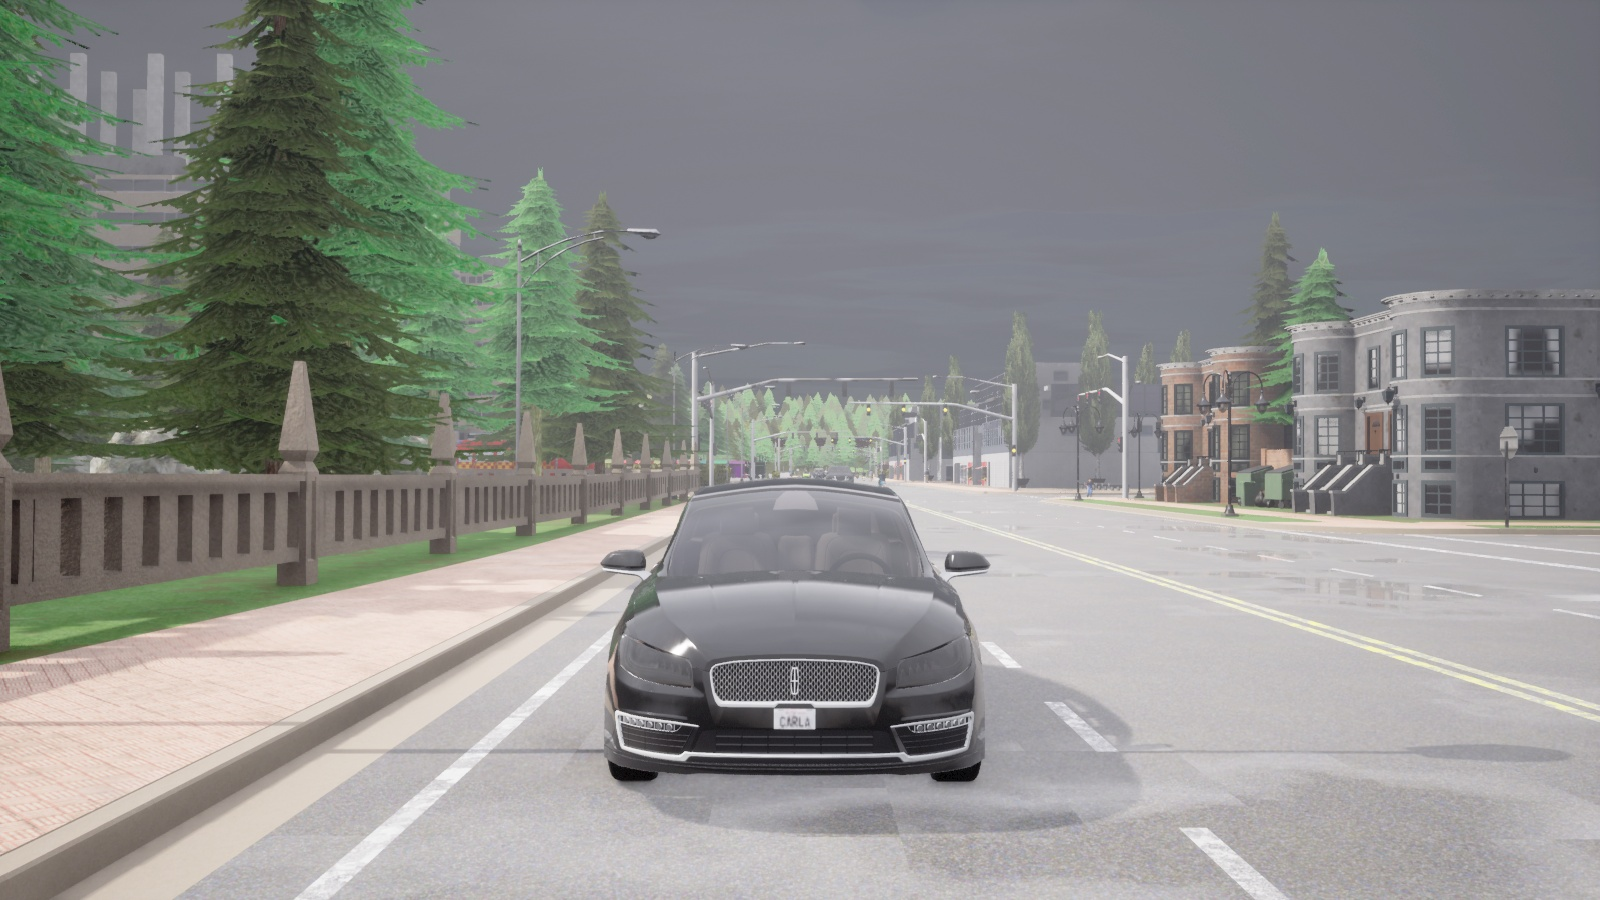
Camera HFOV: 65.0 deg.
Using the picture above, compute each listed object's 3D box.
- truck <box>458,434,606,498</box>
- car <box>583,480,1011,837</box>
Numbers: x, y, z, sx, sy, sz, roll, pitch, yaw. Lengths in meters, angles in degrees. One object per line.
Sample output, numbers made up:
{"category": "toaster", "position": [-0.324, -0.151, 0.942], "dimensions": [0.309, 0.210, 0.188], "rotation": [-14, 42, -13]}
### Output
{"category": "truck", "position": [-16.340, 1.006, 77.079], "dimensions": [8.468, 3.827, 2.891], "rotation": [0, -1, 0]}
{"category": "car", "position": [-0.021, 0.951, 7.847], "dimensions": [1.837, 1.490, 4.892], "rotation": [0, -1, 0]}
